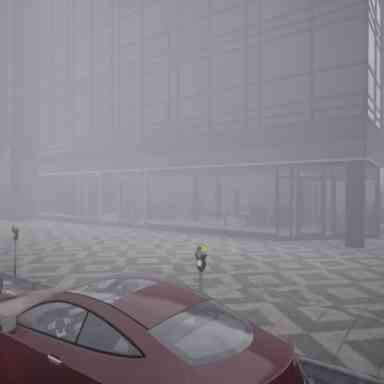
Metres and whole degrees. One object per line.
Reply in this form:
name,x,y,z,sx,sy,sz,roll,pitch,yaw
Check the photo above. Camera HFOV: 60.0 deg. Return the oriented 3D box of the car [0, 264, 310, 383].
car,-0.922,1.582,3.625,4.206,1.307,1.802,0,0,36
